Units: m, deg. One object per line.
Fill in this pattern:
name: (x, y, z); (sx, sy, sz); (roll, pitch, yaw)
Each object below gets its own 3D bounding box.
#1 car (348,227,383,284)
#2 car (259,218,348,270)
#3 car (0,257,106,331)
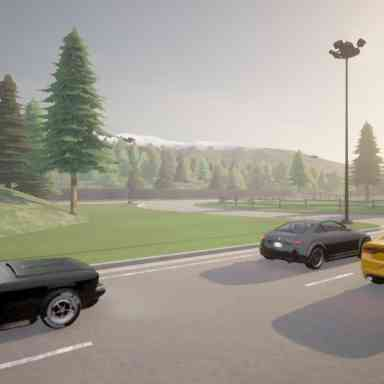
car: (6.219, 1.478, 8.289); (5.008, 1.535, 1.882); (0, 0, -35)
car: (4.239, 1.564, 11.177); (4.181, 1.385, 1.994); (0, 0, -35)
car: (-3.885, 1.601, 5.276); (4.718, 1.301, 1.895); (0, 0, -35)
